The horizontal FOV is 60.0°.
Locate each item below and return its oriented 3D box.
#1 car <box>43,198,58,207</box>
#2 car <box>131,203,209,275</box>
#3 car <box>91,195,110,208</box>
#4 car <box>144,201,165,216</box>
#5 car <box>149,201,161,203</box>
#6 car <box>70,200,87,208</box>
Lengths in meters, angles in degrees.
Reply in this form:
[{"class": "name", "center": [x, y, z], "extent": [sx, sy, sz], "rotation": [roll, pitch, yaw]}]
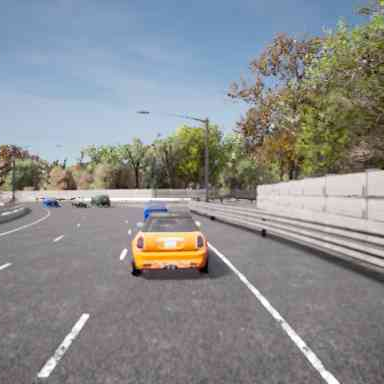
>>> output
[{"class": "car", "center": [-24.437, 1.822, 57.418], "extent": [1.882, 1.535, 5.008], "rotation": [0, 0, -32]}, {"class": "car", "center": [-0.733, 1.404, 10.832], "extent": [2.097, 1.767, 4.553], "rotation": [0, 0, -5]}, {"class": "car", "center": [-15.448, 1.527, 56.091], "extent": [2.150, 2.045, 5.566], "rotation": [0, 0, -30]}, {"class": "car", "center": [-4.089, 1.725, 36.634], "extent": [2.033, 1.411, 5.357], "rotation": [0, 0, -4]}, {"class": "car", "center": [-2.849, 1.606, 26.463], "extent": [1.882, 1.535, 5.008], "rotation": [0, 0, -8]}, {"class": "car", "center": [-18.801, 1.913, 54.914], "extent": [1.895, 1.301, 4.718], "rotation": [0, 0, -30]}]
